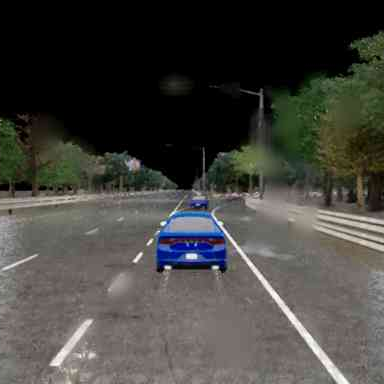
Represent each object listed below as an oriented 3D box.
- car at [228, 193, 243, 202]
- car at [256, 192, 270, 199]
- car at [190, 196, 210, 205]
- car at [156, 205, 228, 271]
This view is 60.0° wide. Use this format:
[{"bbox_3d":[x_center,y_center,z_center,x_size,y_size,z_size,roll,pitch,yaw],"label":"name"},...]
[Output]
[{"bbox_3d":[7.870,0.954,60.456,1.812,1.442,4.674,0,1,24],"label":"car"},{"bbox_3d":[15.746,0.755,74.338,1.882,1.535,5.008,0,1,38],"label":"car"},{"bbox_3d":[0.967,1.146,37.131,1.882,1.535,5.008,0,0,8],"label":"car"},{"bbox_3d":[-0.010,1.395,10.518,1.882,1.535,5.008,0,0,0],"label":"car"}]
